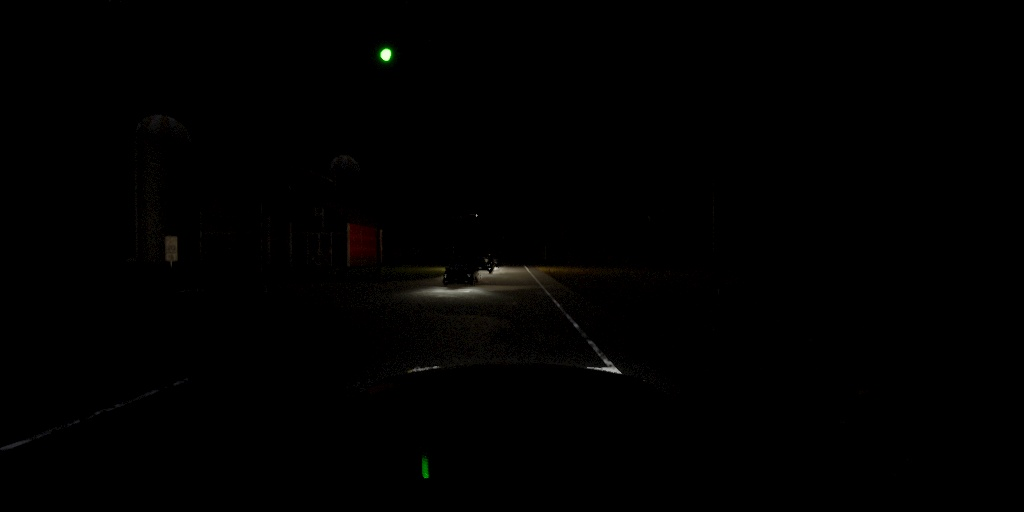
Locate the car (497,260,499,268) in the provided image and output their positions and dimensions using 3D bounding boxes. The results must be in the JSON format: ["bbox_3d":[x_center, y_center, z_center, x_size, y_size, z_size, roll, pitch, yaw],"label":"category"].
[{"bbox_3d":[-3.075,1.063,56.438,2.128,1.511,4.902,0,0,0],"label":"car"}]

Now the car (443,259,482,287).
[{"bbox_3d":[-3.326,1.156,23.923,1.882,1.535,5.008,0,0,0],"label":"car"}]

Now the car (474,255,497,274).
[{"bbox_3d":[-3.206,0.873,39.658,2.150,2.045,5.566,0,0,0],"label":"car"}]
